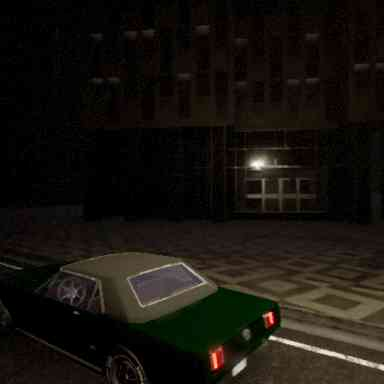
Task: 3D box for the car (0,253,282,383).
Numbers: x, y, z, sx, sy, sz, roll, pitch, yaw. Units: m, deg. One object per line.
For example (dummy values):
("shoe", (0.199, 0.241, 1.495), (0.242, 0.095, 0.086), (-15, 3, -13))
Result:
("car", (-1.256, 1.611, 4.965), (4.718, 1.301, 1.895), (0, 0, 36))
